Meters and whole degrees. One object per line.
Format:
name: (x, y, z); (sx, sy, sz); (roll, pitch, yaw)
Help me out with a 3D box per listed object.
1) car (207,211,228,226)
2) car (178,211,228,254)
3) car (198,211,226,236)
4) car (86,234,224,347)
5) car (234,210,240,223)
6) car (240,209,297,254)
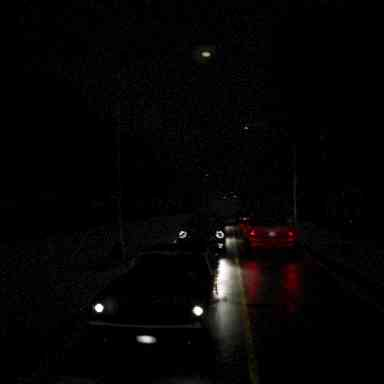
car: (2.711, 2.736, 34.909); (1.994, 1.385, 4.181); (-1, -2, 7)
car: (0.594, 1.860, 15.929); (2.097, 1.767, 4.553); (-1, -2, 6)
car: (1.596, 2.297, 25.019); (1.882, 1.535, 5.008); (-1, -2, 6)
car: (-0.403, 1.821, 6.867); (1.895, 1.301, 4.718); (-1, -2, 6)
car: (6.140, 2.821, 39.446); (1.837, 1.490, 4.892); (-1, -2, 6)
car: (3.565, 1.839, 15.975); (2.097, 1.767, 4.553); (-1, -2, 6)
